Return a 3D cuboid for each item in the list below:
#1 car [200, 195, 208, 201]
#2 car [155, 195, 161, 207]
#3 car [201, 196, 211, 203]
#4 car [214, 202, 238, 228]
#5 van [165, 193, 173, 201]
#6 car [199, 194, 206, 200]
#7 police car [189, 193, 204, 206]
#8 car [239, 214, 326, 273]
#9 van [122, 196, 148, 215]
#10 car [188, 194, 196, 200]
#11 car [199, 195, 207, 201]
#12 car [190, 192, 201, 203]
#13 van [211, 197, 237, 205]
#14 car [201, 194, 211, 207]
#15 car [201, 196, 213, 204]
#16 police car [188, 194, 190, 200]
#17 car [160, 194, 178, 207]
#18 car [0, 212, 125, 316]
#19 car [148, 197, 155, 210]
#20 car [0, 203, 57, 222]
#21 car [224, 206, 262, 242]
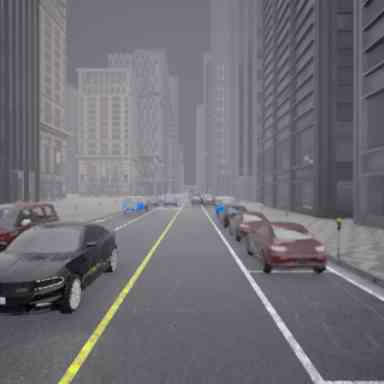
[{"bbox_3d":[2.778,1.400,78.222,1.752,1.417,4.829,0,0,0],"label":"car"},{"bbox_3d":[-5.754,1.494,49.848,1.947,1.339,4.313,0,0,0],"label":"car"},{"bbox_3d":[2.775,1.464,66.771,1.947,1.339,4.313,0,0,0],"label":"car"},{"bbox_3d":[2.764,1.536,21.646,1.947,1.339,4.313,0,0,0],"label":"car"},{"bbox_3d":[-5.746,1.203,83.694,1.690,1.788,3.998,0,0,0],"label":"van"},{"bbox_3d":[2.781,1.289,89.334,1.967,1.590,4.097,0,0,0],"label":"car"},{"bbox_3d":[0.899,1.352,51.695,1.930,1.638,5.238,0,0,0],"label":"police car"},{"bbox_3d":[2.762,1.568,10.364,1.802,1.307,4.206,0,0,0],"label":"car"},{"bbox_3d":[-5.759,1.294,32.926,1.690,1.788,3.998,0,0,0],"label":"van"},{"bbox_3d":[0.020,1.327,85.142,1.837,1.490,4.892,0,0,0],"label":"car"},{"bbox_3d":[2.780,1.413,83.693,2.008,1.369,4.403,0,0,0],"label":"car"},{"bbox_3d":[0.692,1.120,67.615,2.150,2.045,5.566,0,0,0],"label":"car"},{"bbox_3d":[2.765,1.303,27.286,1.690,1.788,3.998,0,0,0],"label":"van"},{"bbox_3d":[2.771,1.473,49.849,1.887,1.381,4.507,0,0,0],"label":"car"},{"bbox_3d":[2.774,1.460,61.130,2.008,1.369,4.403,0,0,0],"label":"car"},{"bbox_3d":[0.786,1.333,61.667,1.930,1.638,5.238,0,0,-2],"label":"police car"},{"bbox_3d":[-3.071,1.408,48.411,1.882,1.535,5.008,0,0,0],"label":"car"},{"bbox_3d":[-3.098,1.467,7.826,1.882,1.535,5.008,0,0,0],"label":"car"},{"bbox_3d":[-5.757,1.489,38.567,1.887,1.381,4.507,0,0,0],"label":"car"},{"bbox_3d":[-5.764,1.300,10.362,2.192,1.841,5.009,0,0,0],"label":"car"},{"bbox_3d":[2.763,1.560,16.005,1.802,1.307,4.206,0,0,0],"label":"car"}]
